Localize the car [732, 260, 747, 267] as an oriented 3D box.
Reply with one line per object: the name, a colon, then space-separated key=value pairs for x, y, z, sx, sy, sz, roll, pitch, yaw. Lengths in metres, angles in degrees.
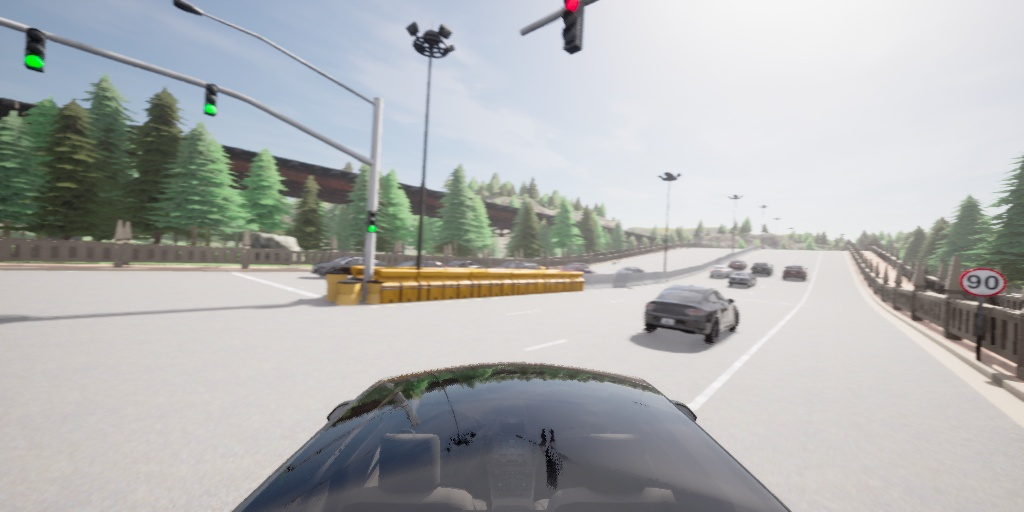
car: x=32.677 y=1.222 z=52.034 sx=1.994 sy=1.385 sz=4.181 roll=3 pitch=6 yaw=41

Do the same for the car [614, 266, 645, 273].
car: x=13.564 y=1.917 z=41.283 sx=2.033 sy=1.411 sz=5.357 roll=3 pitch=2 yaw=42

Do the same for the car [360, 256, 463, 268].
car: x=-5.448 y=1.011 z=19.881 sx=1.882 sy=1.535 sz=5.008 roll=3 pitch=0 yaw=42

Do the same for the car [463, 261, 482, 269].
car: x=-4.611 y=1.140 z=31.342 sx=1.837 sy=1.490 sz=4.892 roll=3 pitch=0 yaw=42

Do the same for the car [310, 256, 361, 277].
car: x=-10.866 y=0.745 z=24.315 sx=2.128 sy=1.511 sz=4.902 roll=3 pitch=0 yaw=42

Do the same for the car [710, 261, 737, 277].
car: x=26.066 y=1.850 z=44.572 sx=1.812 sy=1.442 sz=4.674 roll=3 pitch=5 yaw=42

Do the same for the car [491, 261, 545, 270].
car: x=0.552 y=1.251 z=26.614 sx=2.097 sy=1.767 sz=4.553 roll=3 pitch=0 yaw=42

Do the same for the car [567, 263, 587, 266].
car: x=6.715 y=1.692 z=38.845 sx=1.882 sy=1.535 sz=5.008 roll=3 pitch=1 yaw=42

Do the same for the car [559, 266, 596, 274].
car: x=6.497 y=1.848 z=33.332 sx=1.895 sy=1.301 sz=4.718 roll=3 pitch=0 yaw=42

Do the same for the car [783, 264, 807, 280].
car: x=33.583 y=1.746 z=42.511 sx=2.097 sy=1.767 sz=4.553 roll=3 pitch=5 yaw=41

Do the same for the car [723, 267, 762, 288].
car: x=23.271 y=2.290 z=36.168 sx=2.033 sy=1.411 sz=5.357 roll=3 pitch=3 yaw=41

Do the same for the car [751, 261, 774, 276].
car: x=32.425 y=1.464 z=46.468 sx=2.097 sy=1.767 sz=4.553 roll=3 pitch=6 yaw=41

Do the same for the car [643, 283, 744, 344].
car: x=5.585 y=1.630 z=11.029 sx=1.812 sy=1.442 sz=4.674 roll=3 pitch=0 yaw=42
